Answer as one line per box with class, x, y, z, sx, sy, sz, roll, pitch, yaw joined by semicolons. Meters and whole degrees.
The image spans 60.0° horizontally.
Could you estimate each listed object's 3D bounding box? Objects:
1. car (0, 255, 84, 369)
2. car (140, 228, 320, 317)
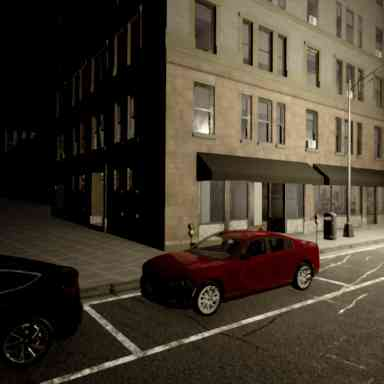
car;-3.604;1.566;4.187;4.313;1.339;1.947;0;1;-35
car;1.017;1.544;7.477;4.507;1.381;1.887;0;1;-35
